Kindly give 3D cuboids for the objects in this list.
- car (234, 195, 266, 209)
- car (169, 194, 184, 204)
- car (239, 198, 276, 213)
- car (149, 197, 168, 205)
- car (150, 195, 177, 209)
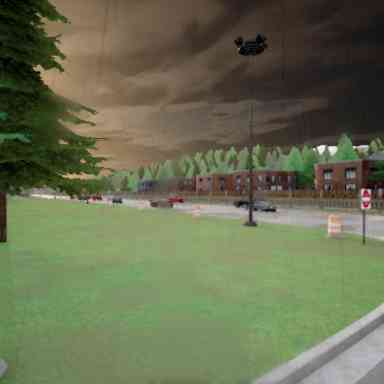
[{"bbox_3d":[8.174,1.406,46.670,2.150,2.045,5.566,0,0,-29],"label":"car"},{"bbox_3d":[-3.738,1.429,67.845,2.150,2.045,5.566,0,0,-29],"label":"car"},{"bbox_3d":[8.066,1.722,39.722,1.994,1.385,4.181,0,0,-29],"label":"car"},{"bbox_3d":[-6.698,1.680,65.961,2.128,1.511,4.902,0,0,-29],"label":"car"},{"bbox_3d":[-4.407,1.616,47.615,1.882,1.535,5.008,0,0,-29],"label":"car"}]
